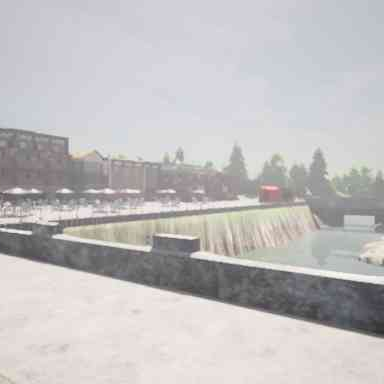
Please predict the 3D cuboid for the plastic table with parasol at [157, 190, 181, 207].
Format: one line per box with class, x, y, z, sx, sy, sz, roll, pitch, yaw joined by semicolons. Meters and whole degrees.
plastic table with parasol;-3.270;0.890;48.263;2.482;2.480;2.482;0;0;35
